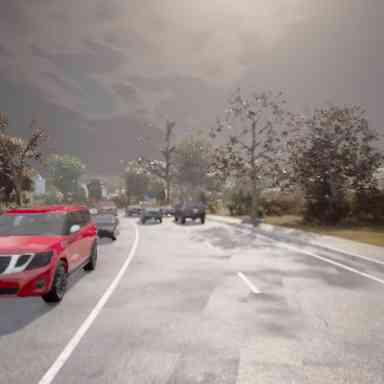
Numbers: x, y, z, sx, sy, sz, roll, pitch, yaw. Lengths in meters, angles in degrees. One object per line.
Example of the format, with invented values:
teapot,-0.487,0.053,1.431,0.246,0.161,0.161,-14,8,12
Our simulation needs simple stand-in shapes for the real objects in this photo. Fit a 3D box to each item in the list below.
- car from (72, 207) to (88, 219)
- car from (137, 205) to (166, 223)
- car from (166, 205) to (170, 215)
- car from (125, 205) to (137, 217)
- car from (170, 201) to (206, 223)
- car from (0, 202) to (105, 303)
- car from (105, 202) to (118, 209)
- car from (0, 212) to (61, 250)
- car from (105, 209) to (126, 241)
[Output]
car,-14.464,2.673,42.880,1.895,1.301,4.718,0,-1,-20
car,-4.046,2.195,32.494,1.837,1.490,4.892,0,-1,-13
car,-3.739,2.471,43.989,2.033,1.411,5.357,0,-1,-19
car,-7.942,2.516,45.260,1.837,1.490,4.892,0,-1,-20
car,-0.272,1.851,31.866,2.150,2.045,5.566,0,-1,-13
car,-4.022,1.405,8.905,2.150,2.045,5.566,0,-1,-4
car,-11.175,2.295,44.067,2.150,2.045,5.566,0,-1,-20
car,-8.416,1.918,17.372,1.837,1.490,4.892,0,-1,-8
car,-5.181,1.972,19.497,2.033,1.411,5.357,0,-1,-8
